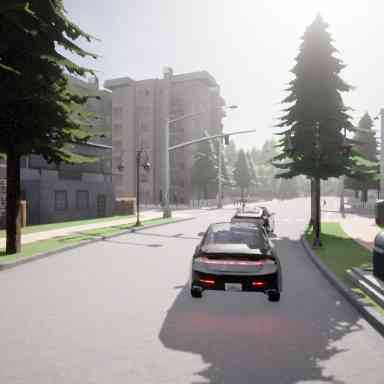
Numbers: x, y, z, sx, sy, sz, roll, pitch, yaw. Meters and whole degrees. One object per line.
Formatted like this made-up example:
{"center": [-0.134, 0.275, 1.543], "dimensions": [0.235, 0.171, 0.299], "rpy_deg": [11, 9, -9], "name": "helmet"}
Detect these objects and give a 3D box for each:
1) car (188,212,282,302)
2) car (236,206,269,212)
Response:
{"center": [1.111, 1.492, 8.367], "dimensions": [2.128, 1.511, 4.902], "rpy_deg": [0, 0, 9], "name": "car"}
{"center": [3.242, 1.491, 17.473], "dimensions": [2.128, 1.511, 4.902], "rpy_deg": [0, 0, 18], "name": "car"}
